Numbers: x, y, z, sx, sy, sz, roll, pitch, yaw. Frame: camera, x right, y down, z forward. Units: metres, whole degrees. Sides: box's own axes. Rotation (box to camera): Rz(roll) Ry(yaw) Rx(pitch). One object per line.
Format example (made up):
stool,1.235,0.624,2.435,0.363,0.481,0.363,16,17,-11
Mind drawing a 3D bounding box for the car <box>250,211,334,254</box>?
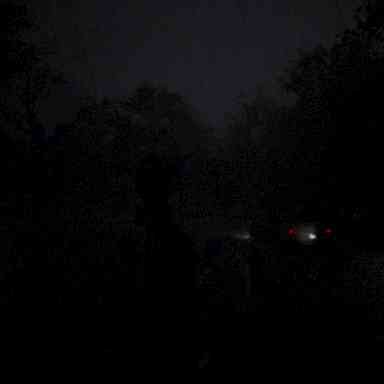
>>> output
car,3.745,1.456,13.164,1.994,1.385,4.181,0,0,-8
